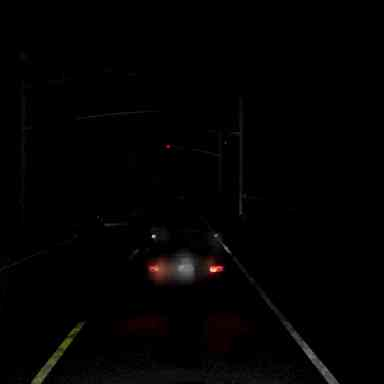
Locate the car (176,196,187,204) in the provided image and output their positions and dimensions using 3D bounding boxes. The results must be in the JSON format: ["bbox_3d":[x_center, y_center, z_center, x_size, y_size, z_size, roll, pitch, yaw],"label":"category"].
[{"bbox_3d":[-1.982,1.525,63.433,1.812,1.442,4.674,0,0,-2],"label":"car"}]

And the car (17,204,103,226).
[{"bbox_3d":[-8.832,1.534,22.552,5.357,1.411,2.033,0,0,-6],"label":"car"}]

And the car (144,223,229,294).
[{"bbox_3d":[-0.175,1.547,8.963,2.033,1.411,5.357,0,0,-1],"label":"car"}]
